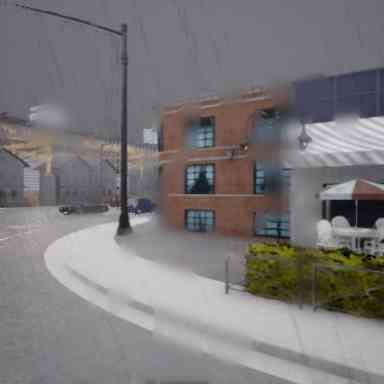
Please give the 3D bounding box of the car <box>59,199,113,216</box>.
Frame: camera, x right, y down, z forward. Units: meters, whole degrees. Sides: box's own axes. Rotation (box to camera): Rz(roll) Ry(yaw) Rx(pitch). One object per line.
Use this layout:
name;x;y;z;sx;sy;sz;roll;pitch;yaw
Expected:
car;-10.333;1.605;32.264;1.895;1.301;4.718;0;0;31

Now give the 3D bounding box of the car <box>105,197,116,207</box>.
car;-11.940;1.484;49.150;1.882;1.535;5.008;0;0;34

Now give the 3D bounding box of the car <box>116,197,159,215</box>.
car;-5.049;1.356;33.704;2.097;1.767;4.553;0;0;32

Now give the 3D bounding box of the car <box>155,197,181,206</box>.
car;-3.912;1.572;54.839;1.994;1.385;4.181;0;0;34
